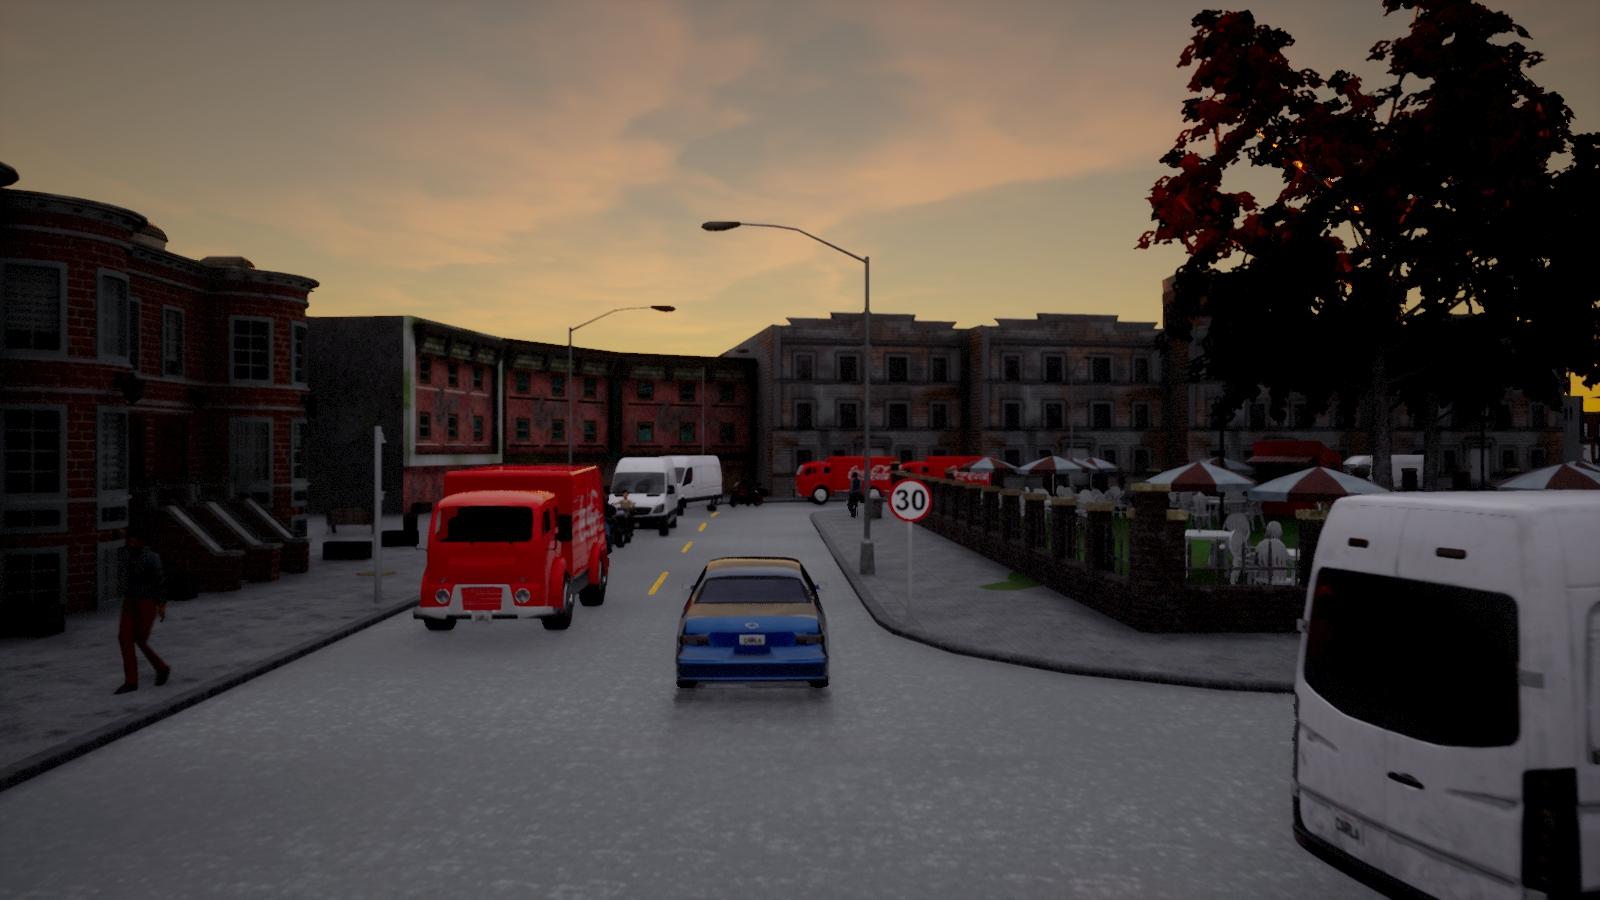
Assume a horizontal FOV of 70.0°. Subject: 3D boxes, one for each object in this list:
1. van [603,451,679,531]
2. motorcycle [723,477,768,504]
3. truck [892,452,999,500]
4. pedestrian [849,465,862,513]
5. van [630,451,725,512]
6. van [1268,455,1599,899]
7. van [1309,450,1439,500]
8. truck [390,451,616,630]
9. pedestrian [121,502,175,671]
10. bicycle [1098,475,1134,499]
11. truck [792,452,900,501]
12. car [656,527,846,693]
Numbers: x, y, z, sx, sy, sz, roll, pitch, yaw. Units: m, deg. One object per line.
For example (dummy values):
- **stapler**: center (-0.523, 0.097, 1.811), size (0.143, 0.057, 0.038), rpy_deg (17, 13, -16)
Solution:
- **van**: center (-5.382, 1.314, 39.488), size (1.988, 2.561, 5.915), rpy_deg (0, 0, -2)
- **motorcycle**: center (-2.679, 1.986, 56.689), size (2.209, 1.251, 0.867), rpy_deg (0, 0, -43)
- **truck**: center (7.566, 1.348, 60.024), size (5.204, 2.467, 2.627), rpy_deg (0, 0, -2)
- **pedestrian**: center (2.162, 1.524, 44.491), size (0.375, 1.860, 0.375), rpy_deg (0, 0, -23)
- **van**: center (-5.369, 1.315, 51.057), size (1.988, 2.561, 5.915), rpy_deg (0, 0, 17)
- **van**: center (6.040, 1.314, 6.834), size (5.915, 2.561, 1.988), rpy_deg (0, 0, -12)
- **van**: center (30.462, 1.312, 60.765), size (5.915, 2.561, 1.988), rpy_deg (0, 0, -2)
- **truck**: center (-4.745, 1.326, 19.277), size (2.627, 2.467, 5.204), rpy_deg (0, 2, -2)
- **pedestrian**: center (-7.373, 1.526, 12.916), size (0.375, 1.860, 0.375), rpy_deg (0, 0, 18)
- **bicycle**: center (16.677, 1.940, 60.335), size (1.835, 1.271, 0.329), rpy_deg (0, 0, -2)
- **truck**: center (2.372, 1.349, 59.602), size (5.204, 2.467, 2.627), rpy_deg (0, 0, -9)
- **car**: center (-0.601, 1.886, 14.896), size (2.033, 1.411, 5.357), rpy_deg (0, 0, -2)
